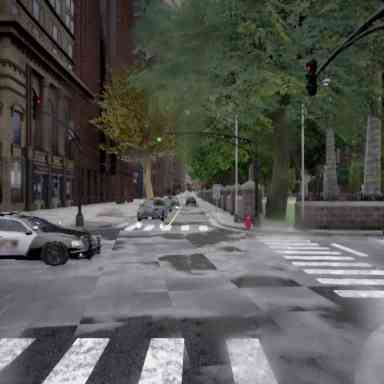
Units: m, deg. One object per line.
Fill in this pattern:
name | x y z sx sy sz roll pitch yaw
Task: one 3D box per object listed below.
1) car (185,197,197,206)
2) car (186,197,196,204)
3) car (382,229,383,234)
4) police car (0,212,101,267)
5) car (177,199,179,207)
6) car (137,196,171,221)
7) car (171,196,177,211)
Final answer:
car | -0.148 1.609 58.108 1.837 1.490 4.892 0 0 0
car | -0.173 1.709 68.143 1.994 1.385 4.181 0 0 0
car | 11.858 1.832 16.662 4.206 1.307 1.802 1 -1 0
police car | -5.614 1.474 10.908 4.974 1.542 2.038 2 0 0
car | -3.195 1.440 53.476 2.097 1.767 4.553 0 0 0
car | -3.162 1.377 27.234 2.097 1.767 4.553 0 0 0
car | -3.182 1.537 37.869 2.128 1.511 4.902 0 0 0
